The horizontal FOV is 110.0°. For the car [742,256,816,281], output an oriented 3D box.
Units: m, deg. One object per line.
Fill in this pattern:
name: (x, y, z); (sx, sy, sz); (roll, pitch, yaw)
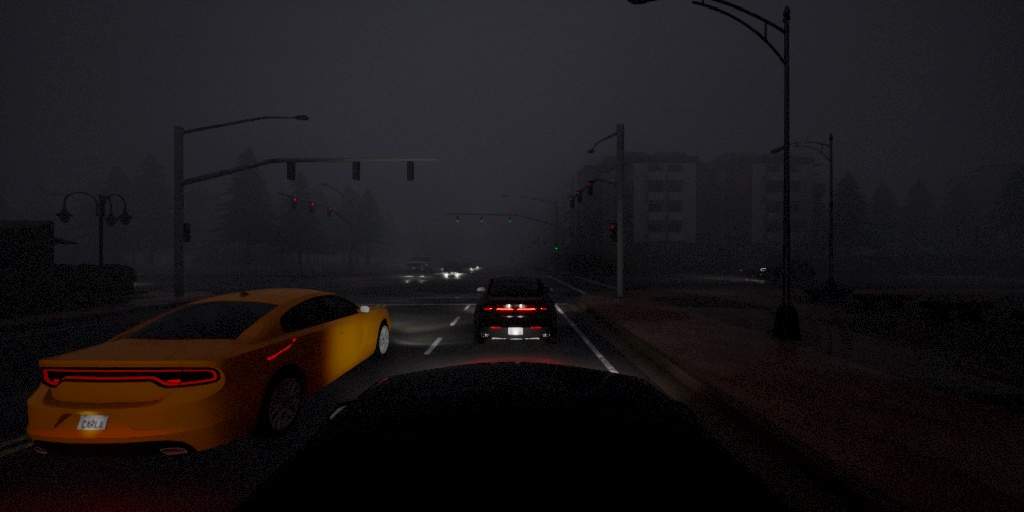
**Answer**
car: (22.226, 1.102, 29.700); (4.553, 1.767, 2.097); (0, 0, 3)

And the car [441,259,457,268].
car: (-10.490, 1.275, 60.145); (1.812, 1.442, 4.674); (0, 0, 0)

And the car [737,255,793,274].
car: (24.076, 0.971, 33.209); (5.566, 2.045, 2.150); (0, 0, 3)

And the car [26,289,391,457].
car: (-3.446, 1.228, 5.446); (1.882, 1.535, 5.008); (0, 0, 1)

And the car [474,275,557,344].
car: (0.085, 1.255, 9.585); (1.837, 1.490, 4.892); (0, 0, 0)

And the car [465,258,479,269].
car: (-6.892, 1.101, 55.937); (2.097, 1.767, 4.553); (0, 0, 1)

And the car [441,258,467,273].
car: (-7.039, 1.314, 43.307); (1.994, 1.385, 4.181); (0, 0, 0)

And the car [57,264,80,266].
car: (-30.508, 1.275, 25.001); (4.674, 1.442, 1.812); (0, 0, -2)

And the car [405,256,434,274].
car: (-10.541, 0.971, 41.277); (2.150, 2.045, 5.566); (0, 0, 0)
